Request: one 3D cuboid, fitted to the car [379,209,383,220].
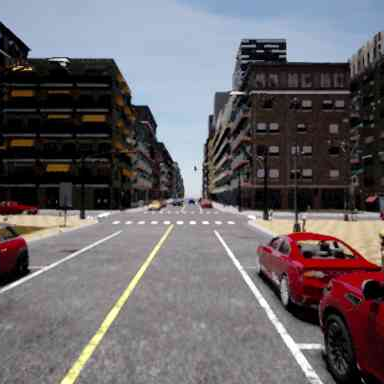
[{"bbox_3d":[20.833,2.120,32.704,4.097,1.590,1.967,1,-2,0],"label":"car"}]

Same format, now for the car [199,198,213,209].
[{"bbox_3d":[2.673,2.196,57.006,1.887,1.381,4.507,1,-1,0],"label":"car"}]

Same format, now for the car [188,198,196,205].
[{"bbox_3d":[-0.036,2.478,83.264,1.812,1.442,4.674,0,-1,0],"label":"car"}]

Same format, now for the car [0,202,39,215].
[{"bbox_3d":[-17.266,1.630,32.368,4.507,1.381,1.887,1,-2,0],"label":"car"}]

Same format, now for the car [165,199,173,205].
[{"bbox_3d":[-5.721,2.495,84.462,1.752,1.417,4.829,1,-1,0],"label":"car"}]

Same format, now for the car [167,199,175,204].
[{"bbox_3d":[-5.723,2.587,90.155,2.008,1.369,4.403,1,-1,0],"label":"car"}]

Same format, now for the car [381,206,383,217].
[{"bbox_3d":[26.240,2.464,41.055,4.829,1.417,1.752,1,-2,0],"label":"car"}]

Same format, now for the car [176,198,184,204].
[{"bbox_3d":[-3.040,2.334,87.085,1.994,1.385,4.181,0,-1,0],"label":"car"}]

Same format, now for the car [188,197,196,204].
[{"bbox_3d":[-0.041,2.357,93.243,2.097,1.767,4.553,0,-1,0],"label":"car"}]

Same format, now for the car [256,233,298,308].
[{"bbox_3d":[2.695,1.636,7.973,1.887,1.381,4.507,1,-1,0],"label":"car"}]

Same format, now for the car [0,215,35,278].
[{"bbox_3d":[-5.684,1.533,7.971,1.967,1.590,4.097,1,-1,0],"label":"car"}]

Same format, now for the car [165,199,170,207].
[{"bbox_3d":[-5.711,2.260,62.540,1.887,1.381,4.507,1,-1,0],"label":"car"}]

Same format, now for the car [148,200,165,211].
[{"bbox_3d":[-5.705,2.112,51.324,1.752,1.417,4.829,1,-1,0],"label":"car"}]

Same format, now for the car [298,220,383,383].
[{"bbox_3d":[2.700,1.344,2.416,2.192,1.841,5.009,1,-1,0],"label":"car"}]

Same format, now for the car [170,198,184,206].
[{"bbox_3d":[-3.031,2.361,70.638,1.994,1.385,4.181,0,-1,0],"label":"car"}]

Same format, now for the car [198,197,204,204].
[{"bbox_3d":[2.671,2.155,62.531,1.967,1.590,4.097,1,-1,0],"label":"car"}]
